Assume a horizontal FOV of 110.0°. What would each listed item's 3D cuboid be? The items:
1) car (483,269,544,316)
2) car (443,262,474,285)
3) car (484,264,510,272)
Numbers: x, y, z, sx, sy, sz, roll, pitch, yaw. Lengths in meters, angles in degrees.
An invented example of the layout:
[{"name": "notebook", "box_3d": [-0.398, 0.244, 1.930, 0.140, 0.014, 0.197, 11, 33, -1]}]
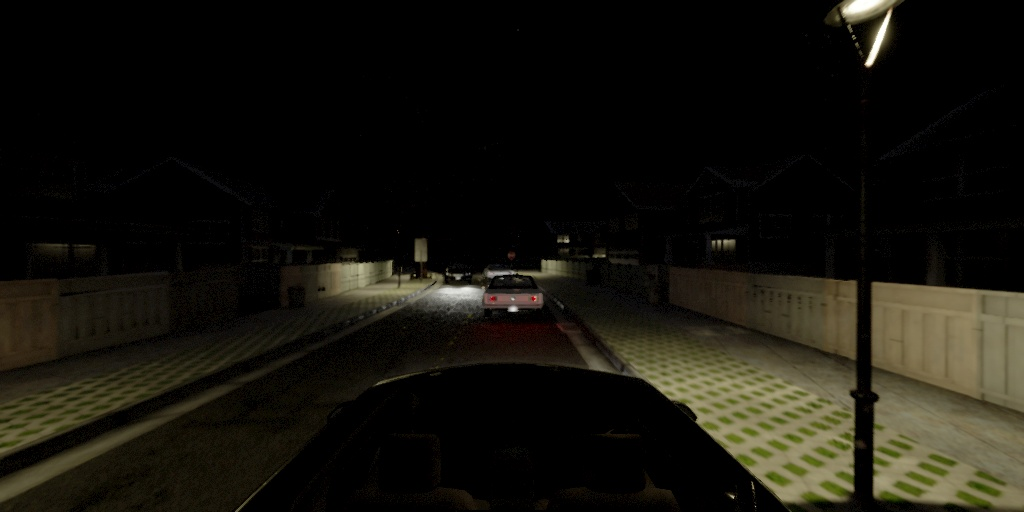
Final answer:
[{"name": "car", "box_3d": [0.009, 1.315, 13.107, 1.895, 1.301, 4.718, 0, 0, -1]}, {"name": "car", "box_3d": [-3.774, 1.159, 25.507, 2.128, 1.511, 4.902, 0, 0, -7]}, {"name": "car", "box_3d": [-1.126, 1.256, 27.434, 1.895, 1.301, 4.718, 0, 0, -9]}]
